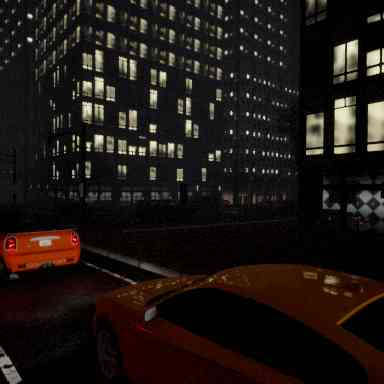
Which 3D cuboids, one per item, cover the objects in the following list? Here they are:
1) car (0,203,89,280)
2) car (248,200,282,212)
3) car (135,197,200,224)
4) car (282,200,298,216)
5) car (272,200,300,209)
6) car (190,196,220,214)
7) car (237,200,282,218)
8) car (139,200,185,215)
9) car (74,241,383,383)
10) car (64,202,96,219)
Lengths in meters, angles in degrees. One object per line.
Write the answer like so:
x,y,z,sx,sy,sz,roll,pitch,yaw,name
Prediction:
-5.189,1.347,10.304,2.097,1.767,4.553,0,0,-40,car
9.610,1.813,43.710,4.674,1.442,1.812,1,0,-39,car
-2.181,1.524,26.684,5.009,1.841,2.192,1,0,-39,car
10.945,1.936,37.358,4.206,1.307,1.802,1,0,-39,car
14.404,1.882,50.968,4.313,1.339,1.947,1,0,-39,car
0.609,1.413,36.396,5.566,2.045,2.150,1,0,-39,car
6.701,1.833,33.907,4.829,1.417,1.752,1,0,-39,car
-3.227,1.648,36.635,4.829,1.417,1.752,1,0,-39,car
0.743,1.476,3.256,1.882,1.535,5.008,0,0,-40,car
-10.248,1.594,27.428,4.674,1.442,1.812,1,0,-41,car
